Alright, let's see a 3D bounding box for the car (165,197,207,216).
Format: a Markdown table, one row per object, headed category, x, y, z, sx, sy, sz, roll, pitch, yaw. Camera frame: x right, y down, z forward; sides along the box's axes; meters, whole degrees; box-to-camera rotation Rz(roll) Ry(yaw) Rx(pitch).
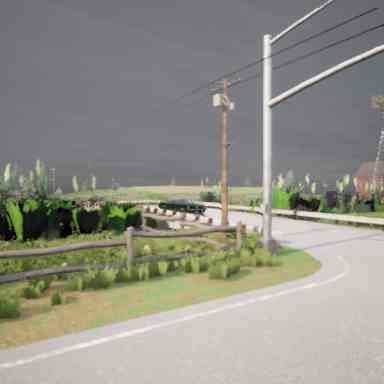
| category | x | y | z | sx | sy | sz | roll | pitch | yaw |
| --- | --- | --- | --- | --- | --- | --- | --- | --- | --- |
| car | -0.794 | 1.130 | 26.610 | 1.895 | 1.301 | 4.718 | 0 | 2 | -32 |
